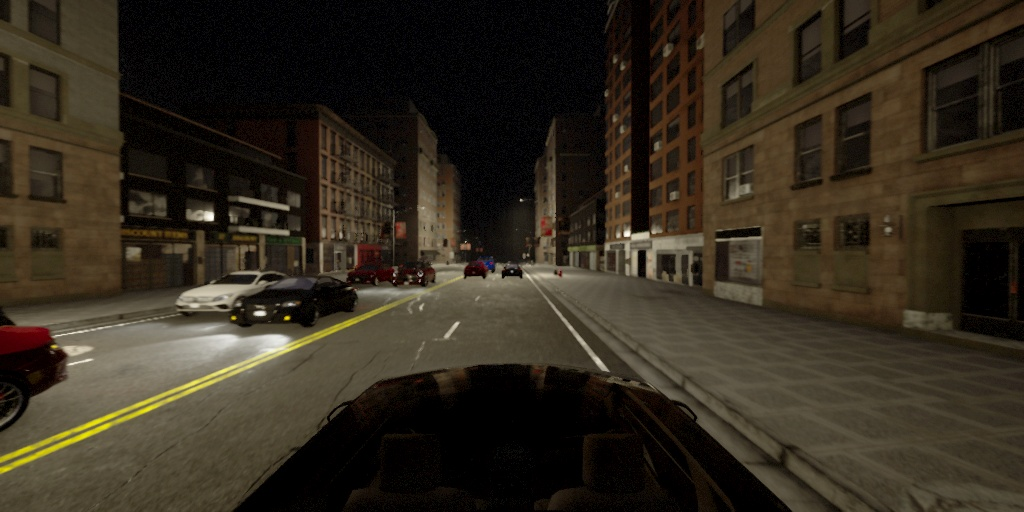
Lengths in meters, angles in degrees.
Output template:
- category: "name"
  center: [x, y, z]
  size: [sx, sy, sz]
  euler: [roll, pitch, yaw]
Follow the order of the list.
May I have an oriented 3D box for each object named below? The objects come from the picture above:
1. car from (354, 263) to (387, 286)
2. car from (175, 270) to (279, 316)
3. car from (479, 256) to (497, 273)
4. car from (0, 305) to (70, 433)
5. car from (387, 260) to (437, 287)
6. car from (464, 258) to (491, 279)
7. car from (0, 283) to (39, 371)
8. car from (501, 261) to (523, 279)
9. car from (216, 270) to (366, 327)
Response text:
- category: "car"
  center: [-9.832, 1.244, 25.332]
  size: [1.882, 1.535, 5.008]
  euler: [0, 0, 0]
- category: "car"
  center: [-9.841, 1.279, 13.456]
  size: [1.812, 1.442, 4.674]
  euler: [0, 0, 0]
- category: "car"
  center: [-3.216, 1.026, 45.424]
  size: [2.150, 2.045, 5.566]
  euler: [0, 0, 1]
- category: "car"
  center: [-6.595, 1.275, 2.635]
  size: [1.812, 1.442, 4.674]
  euler: [0, 0, 0]
- category: "car"
  center: [-6.582, 1.117, 24.506]
  size: [2.097, 1.767, 4.553]
  euler: [0, 0, -1]
- category: "car"
  center: [-3.240, 1.255, 32.815]
  size: [1.882, 1.535, 5.008]
  euler: [0, 0, 0]
- category: "car"
  center: [-9.844, 1.255, 4.316]
  size: [1.837, 1.490, 4.892]
  euler: [0, 0, 0]
- category: "car"
  center: [0.015, 1.343, 33.611]
  size: [1.994, 1.385, 4.181]
  euler: [0, 0, 0]
- category: "car"
  center: [-6.589, 1.316, 11.386]
  size: [1.994, 1.385, 4.181]
  euler: [0, 0, 0]
